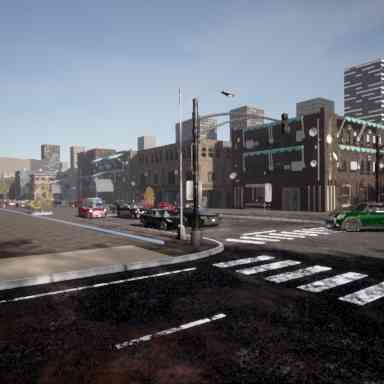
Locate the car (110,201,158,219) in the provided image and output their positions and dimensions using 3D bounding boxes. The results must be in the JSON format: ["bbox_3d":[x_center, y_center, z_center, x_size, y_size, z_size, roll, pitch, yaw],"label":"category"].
[{"bbox_3d":[-5.718,1.825,32.412,2.128,1.511,4.902,-1,0,-37],"label":"car"}]

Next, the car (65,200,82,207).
[{"bbox_3d":[-23.419,2.227,65.759,1.887,1.381,4.507,-1,0,-37],"label":"car"}]

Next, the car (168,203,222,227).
[{"bbox_3d":[0.262,1.783,24.384,1.994,1.385,4.181,-1,0,-38],"label":"car"}]

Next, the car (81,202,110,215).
[{"bbox_3d":[-11.839,1.975,40.619,1.812,1.442,4.674,-1,0,-36],"label":"car"}]

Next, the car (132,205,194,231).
[{"bbox_3d":[-2.045,1.815,22.948,1.947,1.339,4.313,-2,0,-37],"label":"car"}]

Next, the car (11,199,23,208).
[{"bbox_3d":[-33.445,2.376,65.176,2.008,1.369,4.403,-1,0,-37],"label":"car"}]

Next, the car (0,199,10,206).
[{"bbox_3d":[-46.696,2.597,82.912,1.887,1.381,4.507,-1,0,-37],"label":"car"}]

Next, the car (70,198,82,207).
[{"bbox_3d":[-20.112,1.940,61.324,2.192,1.841,5.009,-1,0,-37],"label":"car"}]

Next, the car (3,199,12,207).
[{"bbox_3d":[-40.073,2.380,74.043,1.967,1.590,4.097,-1,0,-37],"label":"car"}]

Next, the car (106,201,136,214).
[{"bbox_3d":[-9.127,1.919,42.314,1.837,1.490,4.892,-1,0,-37],"label":"car"}]

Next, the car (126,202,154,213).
[{"bbox_3d":[-6.853,1.966,43.588,1.802,1.307,4.206,-2,0,-37],"label":"car"}]

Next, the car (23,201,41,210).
[{"bbox_3d":[-26.717,2.233,56.171,1.752,1.417,4.829,-1,0,-37],"label":"car"}]

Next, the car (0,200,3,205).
[{"bbox_3d":[-43.383,2.547,78.478,2.008,1.369,4.403,-1,0,-37],"label":"car"}]

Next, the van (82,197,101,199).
[{"bbox_3d":[-16.798,1.907,56.890,1.690,1.788,3.998,-1,0,-37],"label":"van"}]

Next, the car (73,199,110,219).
[{"bbox_3d":[-10.256,1.846,34.136,1.967,1.590,4.097,-2,0,-37],"label":"car"}]

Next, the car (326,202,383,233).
[{"bbox_3d":[10.259,1.370,19.393,4.553,1.767,2.097,-1,-1,1],"label":"car"}]

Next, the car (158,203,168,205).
[{"bbox_3d":[-3.541,1.904,39.155,1.802,1.307,4.206,-2,0,-37],"label":"car"}]

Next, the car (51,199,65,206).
[{"bbox_3d":[-30.045,2.364,74.628,1.947,1.339,4.313,-1,0,-37],"label":"car"}]

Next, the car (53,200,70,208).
[{"bbox_3d":[-24.951,2.190,63.485,2.128,1.511,4.902,-1,0,-36],"label":"car"}]
